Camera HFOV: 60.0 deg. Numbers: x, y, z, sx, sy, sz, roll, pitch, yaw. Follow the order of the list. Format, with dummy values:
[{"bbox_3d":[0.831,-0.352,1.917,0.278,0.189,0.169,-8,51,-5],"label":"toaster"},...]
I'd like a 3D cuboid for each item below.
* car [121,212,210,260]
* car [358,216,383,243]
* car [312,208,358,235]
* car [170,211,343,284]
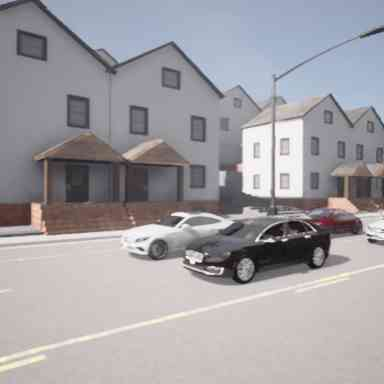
[{"bbox_3d":[-0.265,1.478,12.261,4.674,1.442,1.812,0,0,-34],"label":"car"},{"bbox_3d":[9.651,1.512,14.791,4.674,1.442,1.812,0,0,-34],"label":"car"},{"bbox_3d":[6.933,1.530,17.171,4.181,1.385,1.994,0,0,-34],"label":"car"},{"bbox_3d":[2.020,1.476,9.582,4.892,1.490,1.837,0,0,-34],"label":"car"}]
